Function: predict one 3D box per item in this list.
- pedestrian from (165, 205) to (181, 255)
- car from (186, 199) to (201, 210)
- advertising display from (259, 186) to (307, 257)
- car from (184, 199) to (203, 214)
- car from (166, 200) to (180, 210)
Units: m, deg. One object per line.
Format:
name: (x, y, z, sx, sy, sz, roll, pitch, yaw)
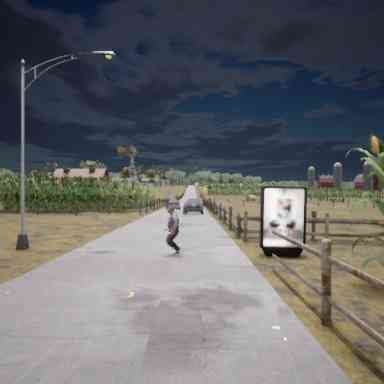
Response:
pedestrian: (-0.661, 1.299, 11.684, 0.375, 1.860, 0.375, -1, 1, -10)
car: (0.189, 1.839, 48.906, 2.033, 1.411, 5.357, 0, -1, 0)
advertising display: (3.180, 1.030, 11.649, 1.540, 2.440, 0.280, 1, 1, 0)
car: (0.183, 1.521, 37.227, 2.097, 1.767, 4.553, 0, -1, 0)
car: (-2.718, 1.843, 49.257, 2.033, 1.411, 5.357, 0, -1, 0)
